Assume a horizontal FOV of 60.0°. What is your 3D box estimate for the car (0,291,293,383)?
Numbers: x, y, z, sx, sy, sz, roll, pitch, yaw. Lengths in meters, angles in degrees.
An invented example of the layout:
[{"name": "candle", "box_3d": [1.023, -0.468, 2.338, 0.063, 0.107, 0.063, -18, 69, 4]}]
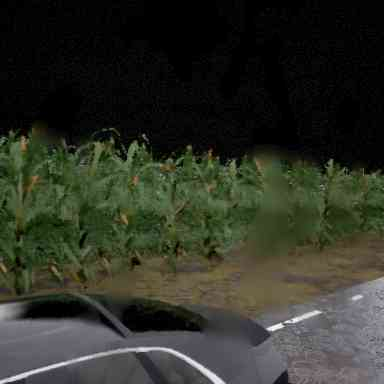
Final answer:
[{"name": "car", "box_3d": [-1.428, 1.532, 1.832, 4.892, 1.490, 1.837, 1, -1, -37]}]
